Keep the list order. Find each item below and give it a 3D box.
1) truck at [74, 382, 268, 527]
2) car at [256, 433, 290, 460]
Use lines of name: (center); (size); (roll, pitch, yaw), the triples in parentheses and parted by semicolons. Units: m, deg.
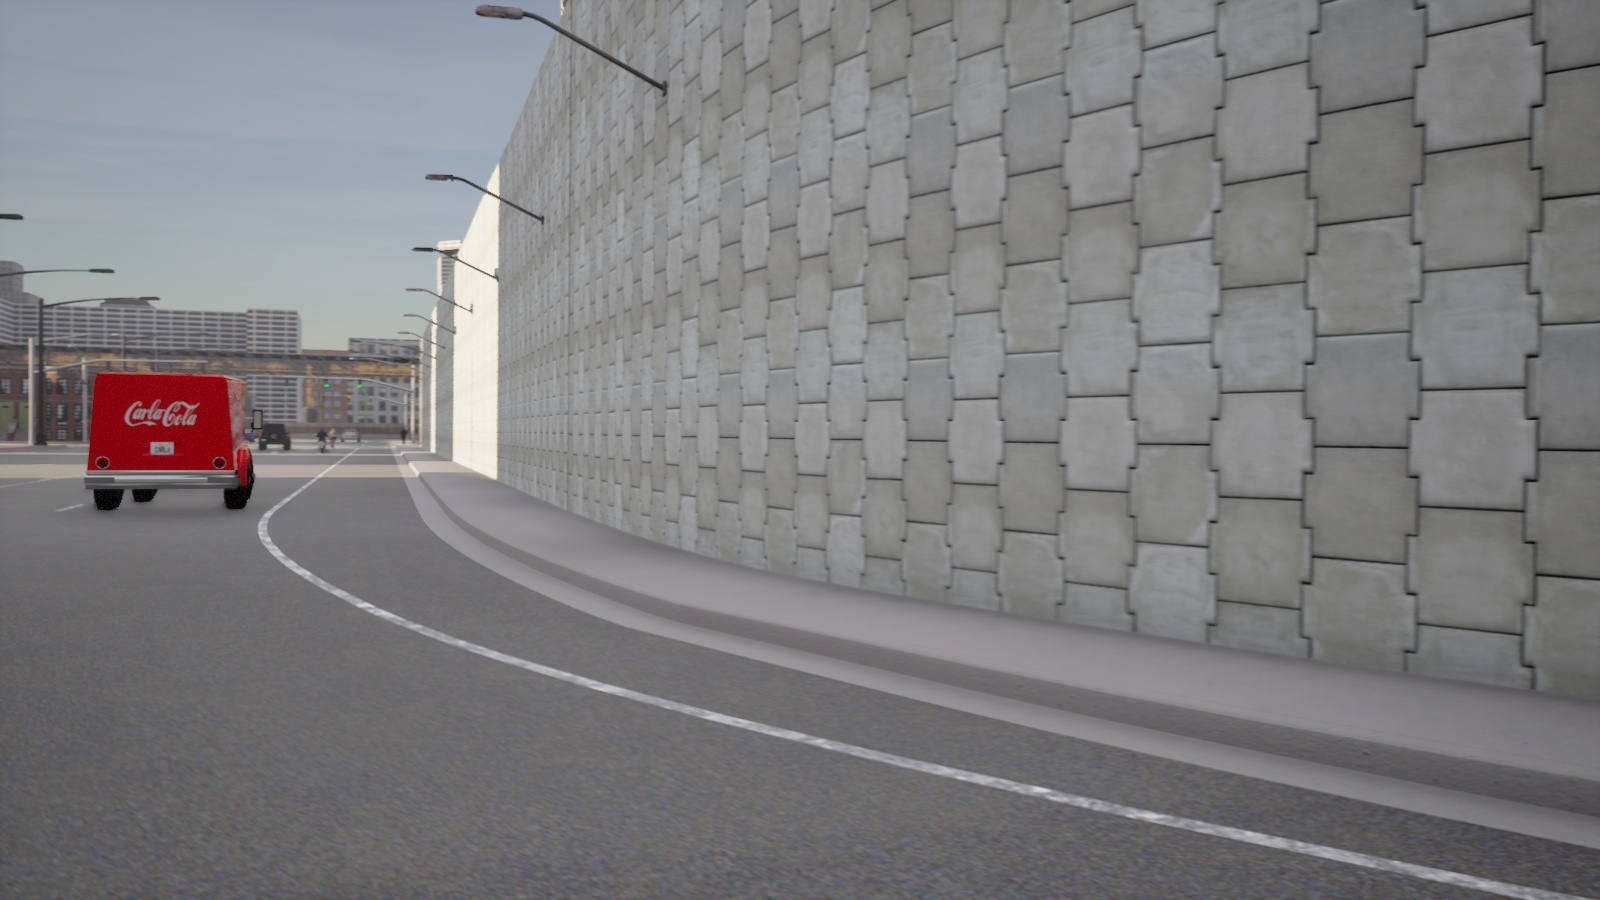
truck: (-11.889, 0.041, 24.184); (2.627, 2.467, 5.204); (-1, 1, -19)
car: (-36.706, -0.263, 87.526); (1.905, 1.878, 3.866); (-1, 1, -18)
